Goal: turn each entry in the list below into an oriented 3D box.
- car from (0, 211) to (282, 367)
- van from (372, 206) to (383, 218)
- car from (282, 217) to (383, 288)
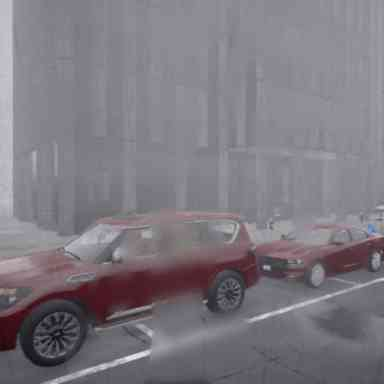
[{"bbox_3d":[-0.967,1.320,5.964,5.009,1.841,2.192,0,0,-36],"label":"car"},{"bbox_3d":[8.207,1.367,12.516,3.998,1.788,1.690,0,0,-36],"label":"van"},{"bbox_3d":[3.621,1.560,9.239,4.507,1.381,1.887,0,0,-36],"label":"car"}]
